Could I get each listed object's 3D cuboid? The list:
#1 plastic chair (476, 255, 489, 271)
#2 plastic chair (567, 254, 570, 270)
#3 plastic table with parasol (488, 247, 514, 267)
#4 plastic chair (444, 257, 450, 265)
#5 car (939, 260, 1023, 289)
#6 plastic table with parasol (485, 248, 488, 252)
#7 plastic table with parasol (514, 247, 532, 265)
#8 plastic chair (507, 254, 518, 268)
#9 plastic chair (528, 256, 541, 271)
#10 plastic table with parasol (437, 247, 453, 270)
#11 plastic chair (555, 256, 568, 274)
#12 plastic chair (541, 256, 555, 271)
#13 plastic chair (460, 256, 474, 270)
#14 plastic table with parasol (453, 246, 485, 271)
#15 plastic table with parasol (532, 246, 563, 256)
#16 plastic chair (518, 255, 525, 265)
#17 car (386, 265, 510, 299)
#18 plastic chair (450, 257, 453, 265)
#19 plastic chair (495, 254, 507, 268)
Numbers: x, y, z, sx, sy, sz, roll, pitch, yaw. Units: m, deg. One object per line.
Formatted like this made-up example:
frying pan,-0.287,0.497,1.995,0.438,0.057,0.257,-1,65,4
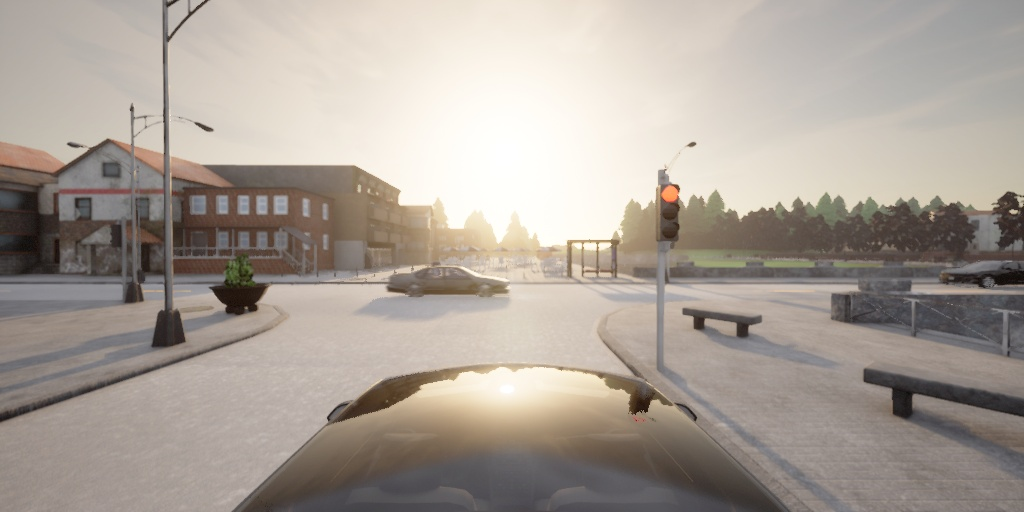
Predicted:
plastic chair,-2.987,0.820,35.898,0.730,1.272,0.750,0,0,0
plastic chair,6.306,0.714,43.805,0.730,1.272,0.750,0,0,0
plastic table with parasol,-1.244,0.120,42.999,2.482,2.480,2.482,0,0,0
plastic chair,-7.088,0.745,41.425,0.750,1.272,0.730,0,0,-1
car,27.283,0.979,20.219,5.008,1.535,1.882,0,1,0
plastic table with parasol,-4.666,-0.075,57.524,2.482,2.480,2.482,0,0,0
plastic table with parasol,1.120,0.018,50.610,2.482,2.480,2.482,0,0,0
plastic chair,0.107,0.726,42.900,0.730,1.272,0.750,0,0,0
plastic chair,2.213,0.828,35.302,0.730,1.272,0.750,0,0,0
plastic table with parasol,-7.163,0.125,42.603,2.482,2.480,2.482,0,0,0
plastic chair,4.813,0.830,35.105,0.730,1.272,0.750,0,0,0
plastic chair,3.414,0.845,34.003,0.750,1.272,0.730,0,0,0
plastic chair,-4.386,0.834,34.797,0.750,1.272,0.730,0,0,0
plastic table with parasol,-4.267,0.214,36.016,2.482,2.480,2.482,0,0,0
plastic table with parasol,3.553,0.224,35.273,2.482,2.480,2.482,0,0,0
plastic chair,1.004,0.638,49.432,0.750,1.272,0.730,0,0,-1
car,-2.776,1.130,16.074,5.357,1.411,2.033,0,1,0
plastic chair,-5.588,0.817,36.095,0.730,1.272,0.750,0,0,0
plastic chair,-1.293,0.740,41.799,0.750,1.272,0.730,0,0,0
